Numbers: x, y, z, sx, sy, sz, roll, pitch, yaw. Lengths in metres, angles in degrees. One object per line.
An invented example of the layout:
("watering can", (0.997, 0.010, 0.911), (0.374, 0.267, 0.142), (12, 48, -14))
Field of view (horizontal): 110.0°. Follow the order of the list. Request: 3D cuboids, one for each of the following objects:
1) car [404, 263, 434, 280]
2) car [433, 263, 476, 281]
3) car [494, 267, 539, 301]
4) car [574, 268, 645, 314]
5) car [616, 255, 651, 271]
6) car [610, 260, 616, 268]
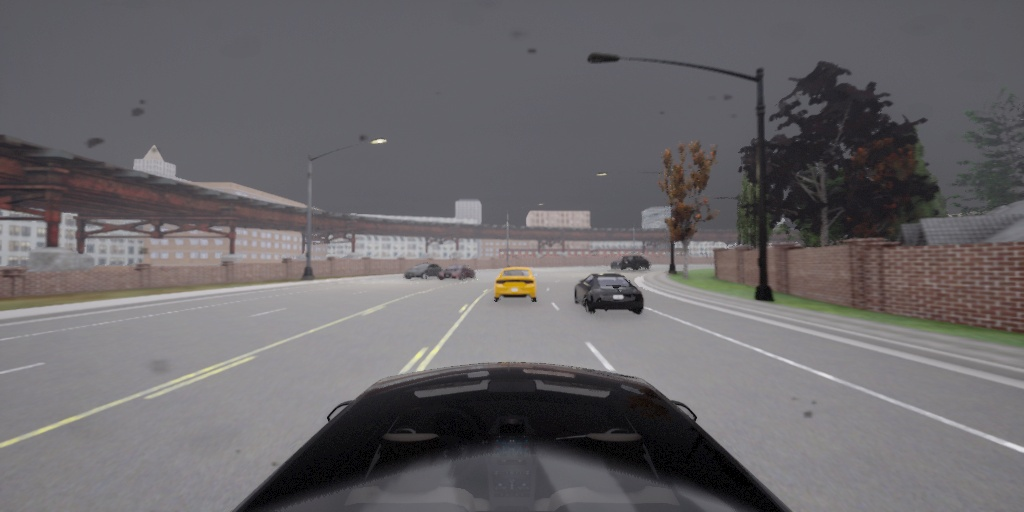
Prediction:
("car", (-7.928, 1.388, 32.706), (1.837, 1.490, 4.892), (-1, -1, 17))
("car", (-4.720, 1.420, 31.155), (1.994, 1.385, 4.181), (0, 0, 16))
("car", (0.275, 1.277, 17.673), (1.882, 1.535, 5.008), (0, 0, 4))
("car", (3.650, 1.356, 14.111), (1.994, 1.385, 4.181), (0, 0, 2))
("car", (16.991, 0.926, 49.207), (2.150, 2.045, 5.566), (-3, -1, 44))
("car", (16.737, 1.235, 53.770), (4.902, 1.511, 2.128), (-1, -1, -40))
